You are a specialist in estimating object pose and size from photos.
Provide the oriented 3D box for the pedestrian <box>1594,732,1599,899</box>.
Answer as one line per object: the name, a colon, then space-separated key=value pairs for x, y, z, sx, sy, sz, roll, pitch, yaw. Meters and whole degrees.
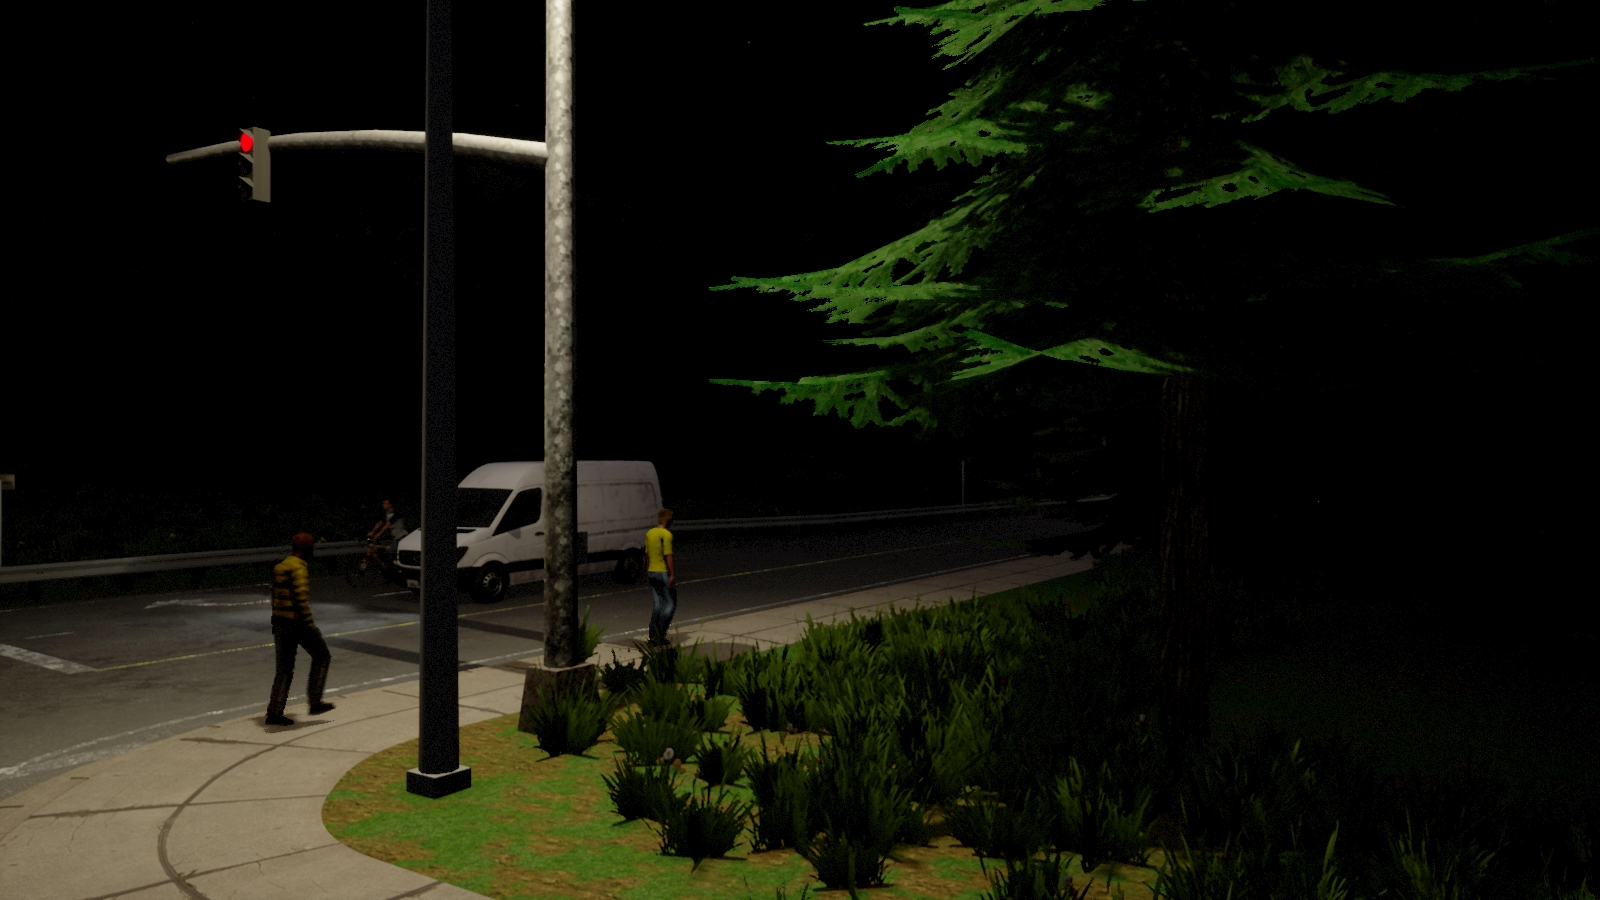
pedestrian: x=2.204 y=1.696 z=2.837 sx=0.375 sy=1.860 sz=0.375 roll=0 pitch=0 yaw=36

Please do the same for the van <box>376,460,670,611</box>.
van: x=-5.283 y=1.510 z=22.790 sx=1.988 sy=2.561 sz=5.915 roll=0 pitch=0 yaw=34

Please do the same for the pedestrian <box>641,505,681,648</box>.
pedestrian: x=-1.852 y=1.671 z=15.240 sx=0.375 sy=1.860 sz=0.375 roll=0 pitch=0 yaw=-45

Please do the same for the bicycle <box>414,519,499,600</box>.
bicycle: x=-6.605 y=2.081 z=22.012 sx=0.373 sy=1.396 sz=1.643 roll=0 pitch=1 yaw=39

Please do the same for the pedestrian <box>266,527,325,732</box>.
pedestrian: x=-4.770 y=1.673 z=10.806 sx=0.375 sy=1.860 sz=0.375 roll=0 pitch=0 yaw=35
